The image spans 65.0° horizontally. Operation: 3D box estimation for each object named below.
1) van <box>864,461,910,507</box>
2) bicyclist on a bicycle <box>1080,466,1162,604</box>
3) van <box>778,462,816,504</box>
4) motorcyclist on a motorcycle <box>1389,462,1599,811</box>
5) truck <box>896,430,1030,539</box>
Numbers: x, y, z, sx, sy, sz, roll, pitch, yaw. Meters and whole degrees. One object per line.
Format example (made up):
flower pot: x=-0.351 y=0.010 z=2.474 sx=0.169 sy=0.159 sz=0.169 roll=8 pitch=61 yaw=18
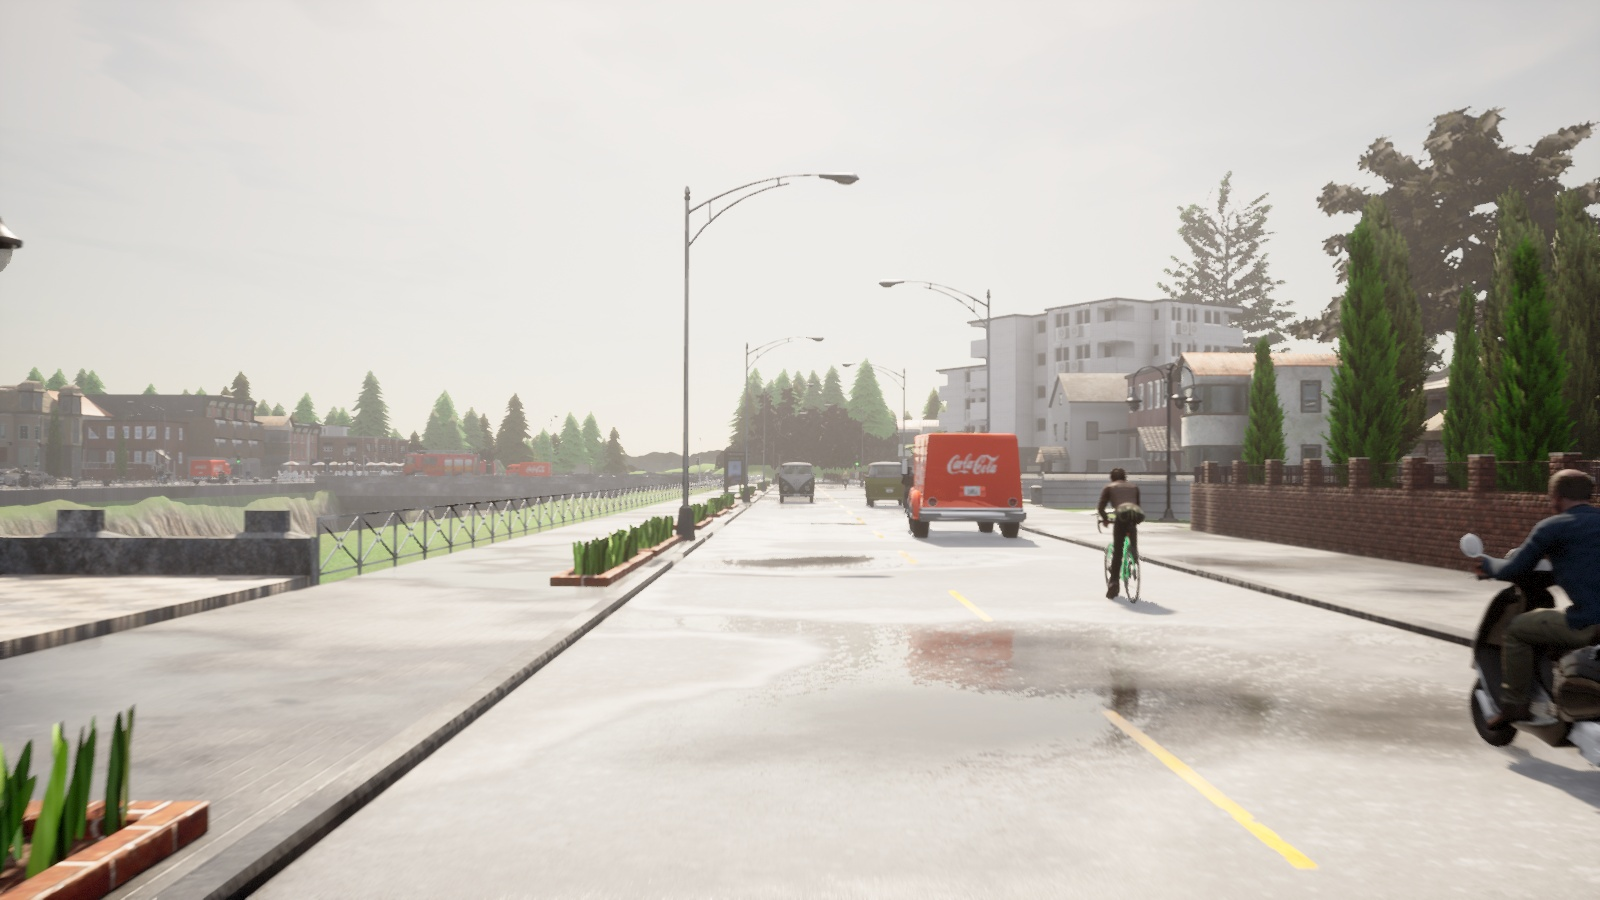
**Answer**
van: x=3.867 y=1.496 z=56.390 sx=1.775 sy=1.987 sz=4.442 roll=0 pitch=-1 yaw=0
bicyclist on a bicycle: x=3.962 y=1.013 z=15.599 sx=0.582 sy=1.620 sz=1.656 roll=0 pitch=-1 yaw=0
van: x=-0.147 y=1.606 z=61.995 sx=1.775 sy=1.987 sz=4.442 roll=0 pitch=-1 yaw=0
motorcyclist on a motorcycle: x=3.984 y=0.863 z=6.643 sx=0.866 sy=1.590 sz=1.817 roll=0 pitch=-1 yaw=0
truck: x=3.925 y=0.835 z=31.229 sx=2.627 sy=2.467 sz=5.204 roll=0 pitch=-1 yaw=0
